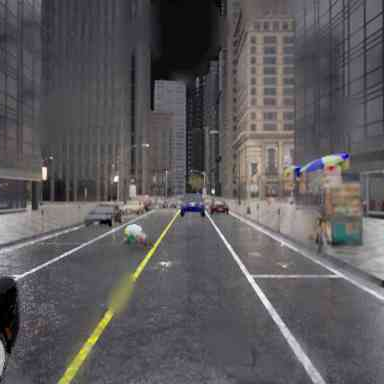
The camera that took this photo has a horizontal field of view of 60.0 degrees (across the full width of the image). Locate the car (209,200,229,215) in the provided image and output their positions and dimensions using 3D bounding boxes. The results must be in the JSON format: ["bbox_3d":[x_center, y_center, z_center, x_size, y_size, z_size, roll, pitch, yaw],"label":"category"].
[{"bbox_3d":[2.675,1.512,33.447,1.887,1.381,4.507,0,0,0],"label":"car"}]

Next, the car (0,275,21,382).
[{"bbox_3d":[-3.103,1.471,2.157,1.882,1.535,5.008,0,0,0],"label":"car"}]

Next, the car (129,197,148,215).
[{"bbox_3d":[-5.849,1.491,33.281,1.752,1.417,4.829,0,0,0],"label":"car"}]

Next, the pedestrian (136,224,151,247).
[{"bbox_3d":[-1.900,1.265,13.122,0.375,1.860,0.375,1,-1,-18],"label":"pedestrian"}]

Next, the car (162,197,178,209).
[{"bbox_3d":[-2.996,1.540,45.754,1.837,1.490,4.892,0,0,0],"label":"car"}]

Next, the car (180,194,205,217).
[{"bbox_3d":[0.068,1.187,31.022,2.150,2.045,5.566,0,0,0],"label":"car"}]

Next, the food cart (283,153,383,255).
[{"bbox_3d":[5.617,0.438,13.979,2.280,3.560,4.660,-1,0,0],"label":"food cart"}]

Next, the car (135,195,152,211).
[{"bbox_3d":[-5.847,1.286,38.911,2.192,1.841,5.009,0,0,0],"label":"car"}]

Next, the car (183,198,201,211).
[{"bbox_3d":[0.043,1.523,41.740,2.033,1.411,5.357,0,0,1],"label":"car"}]

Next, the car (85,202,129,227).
[{"bbox_3d":[-5.851,1.530,22.533,1.947,1.339,4.313,1,0,0],"label":"car"}]
